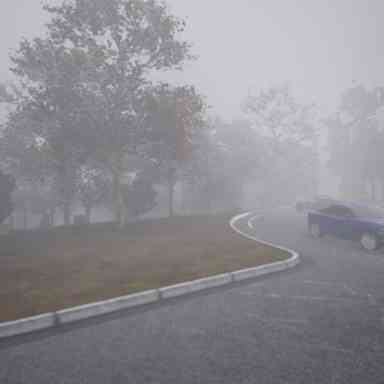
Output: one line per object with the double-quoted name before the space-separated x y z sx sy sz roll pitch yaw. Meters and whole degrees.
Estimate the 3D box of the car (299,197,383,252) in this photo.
"car" 6.374 1.161 12.723 1.882 1.535 5.008 -2 1 -12

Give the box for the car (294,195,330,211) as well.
"car" 10.799 0.958 28.683 4.718 1.301 1.895 -2 1 -41
